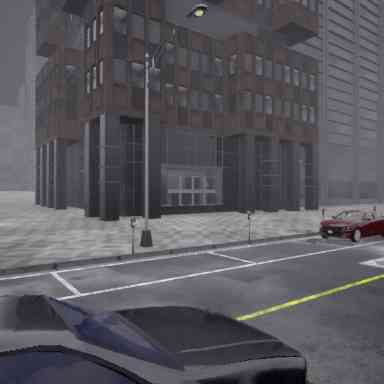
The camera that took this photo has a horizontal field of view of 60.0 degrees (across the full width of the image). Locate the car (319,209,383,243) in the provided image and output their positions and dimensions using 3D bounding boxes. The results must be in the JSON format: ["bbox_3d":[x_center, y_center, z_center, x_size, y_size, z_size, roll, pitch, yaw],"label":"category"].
[{"bbox_3d":[8.040,1.546,16.247,4.507,1.381,1.887,0,0,-35],"label":"car"}]

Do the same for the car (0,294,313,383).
[{"bbox_3d":[-1.461,1.547,2.274,5.357,1.411,2.033,0,0,-35],"label":"car"}]
